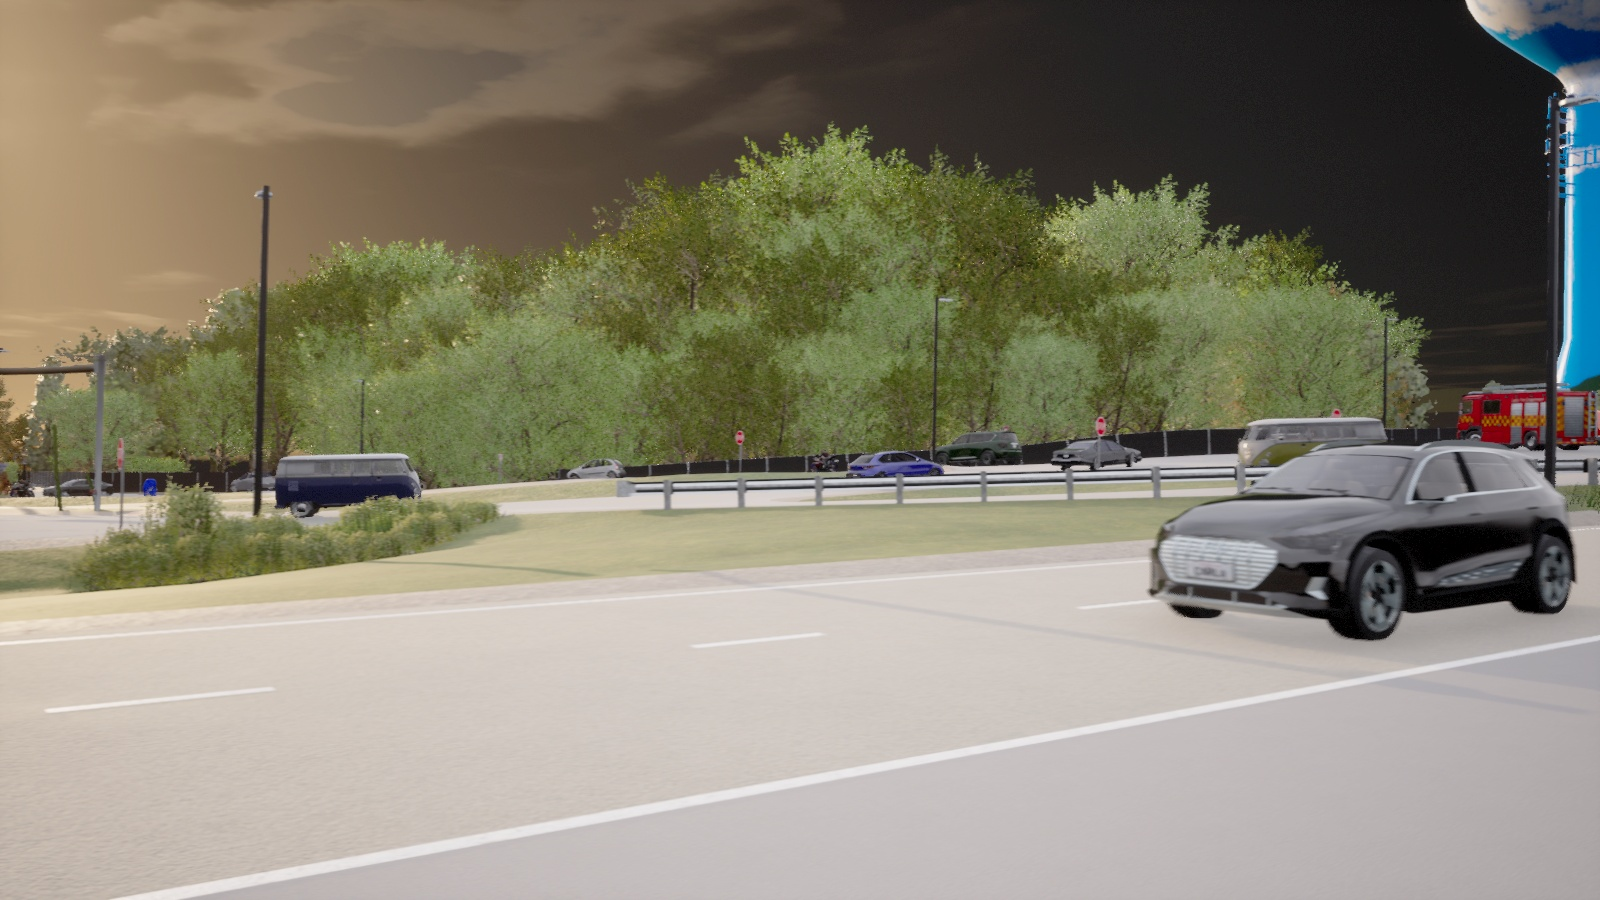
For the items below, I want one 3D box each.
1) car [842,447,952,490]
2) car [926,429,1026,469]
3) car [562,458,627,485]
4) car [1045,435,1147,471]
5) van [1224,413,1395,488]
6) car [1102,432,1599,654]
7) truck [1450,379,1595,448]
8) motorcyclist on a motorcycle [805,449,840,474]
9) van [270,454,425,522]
[{"bbox_3d":[3.978,0.727,51.191,4.193,1.474,1.816,-3,2,-34],"label":"car"},{"bbox_3d":[10.199,-0.026,73.028,2.150,2.045,5.566,2,-4,-45],"label":"car"},{"bbox_3d":[-14.300,1.495,87.341,3.988,1.617,1.851,-4,-1,9],"label":"car"},{"bbox_3d":[13.810,0.134,58.435,5.357,1.411,2.033,-4,2,-45],"label":"car"},{"bbox_3d":[14.711,0.009,36.278,4.442,1.987,1.775,-2,0,-19],"label":"van"},{"bbox_3d":[5.218,0.692,11.556,4.856,1.649,2.033,0,0,-35],"label":"car"},{"bbox_3d":[42.690,-2.087,74.619,2.891,3.827,8.468,0,1,-8],"label":"truck"},{"bbox_3d":[1.437,0.766,81.010,2.191,1.530,0.866,-3,-2,41],"label":"motorcyclist on a motorcycle"},{"bbox_3d":[-14.318,1.183,39.957,4.442,1.987,1.775,-1,1,-14],"label":"van"}]
